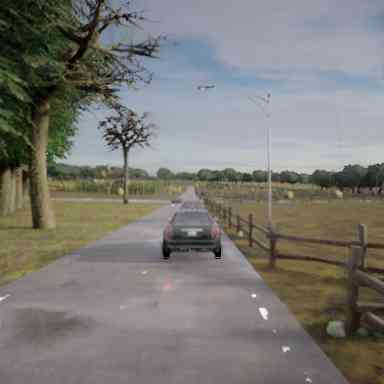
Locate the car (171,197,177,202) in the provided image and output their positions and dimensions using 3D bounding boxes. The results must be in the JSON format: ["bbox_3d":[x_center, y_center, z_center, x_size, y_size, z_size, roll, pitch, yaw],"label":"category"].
[{"bbox_3d":[-2.772,1.575,61.557,1.994,1.385,4.181,0,0,0],"label":"car"}]

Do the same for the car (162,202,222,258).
[{"bbox_3d":[0.019,1.438,13.375,2.097,1.767,4.553,0,0,0],"label":"car"}]

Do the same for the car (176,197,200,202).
[{"bbox_3d":[0.018,1.467,28.372,2.097,1.767,4.553,0,0,0],"label":"car"}]
